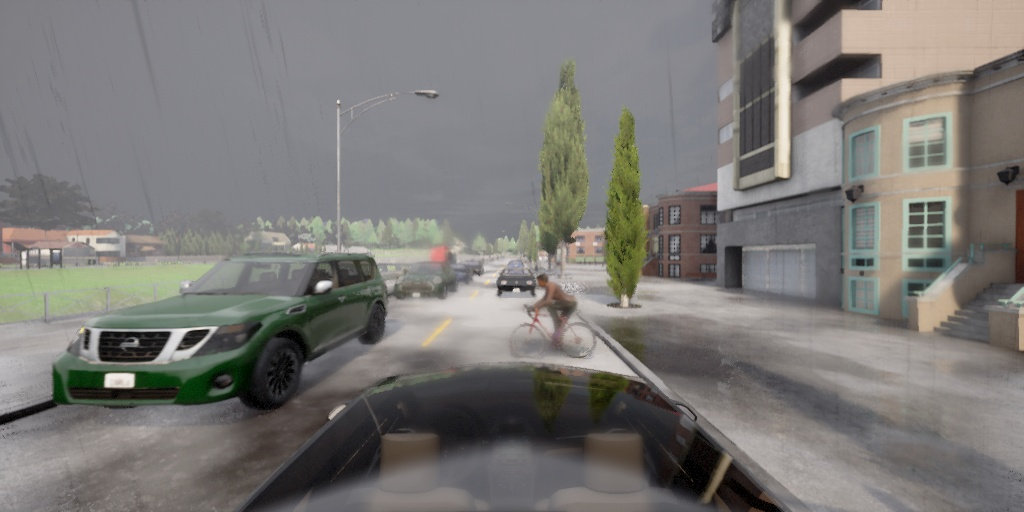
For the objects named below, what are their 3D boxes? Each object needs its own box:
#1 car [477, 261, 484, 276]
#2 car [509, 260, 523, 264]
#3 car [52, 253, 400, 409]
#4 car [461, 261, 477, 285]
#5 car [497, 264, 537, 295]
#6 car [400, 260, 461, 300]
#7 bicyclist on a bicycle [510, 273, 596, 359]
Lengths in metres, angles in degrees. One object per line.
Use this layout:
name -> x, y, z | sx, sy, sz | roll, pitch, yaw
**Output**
car -> -3.730, 1.146, 34.292 | 2.033, 1.411, 5.357 | 0, 0, 1
car -> 0.402, 1.129, 37.929 | 2.033, 1.411, 5.357 | 0, 0, 1
car -> -4.069, 0.952, 6.503 | 2.150, 2.045, 5.566 | 0, 0, 0
car -> -3.801, 1.207, 24.826 | 1.994, 1.385, 4.181 | 0, 0, 1
car -> 0.241, 1.272, 18.807 | 1.895, 1.301, 4.718 | 0, 0, 1
car -> -3.966, 1.030, 17.209 | 2.097, 1.767, 4.553 | 0, 0, 1
bicyclist on a bicycle -> 0.762, 1.154, 6.795 | 1.656, 1.620, 0.582 | -1, 0, 1
